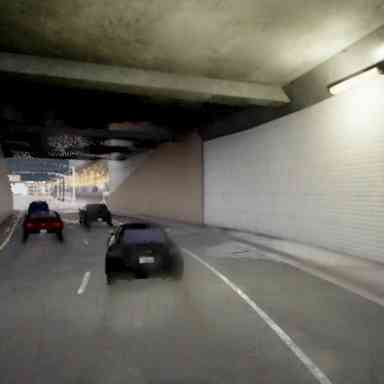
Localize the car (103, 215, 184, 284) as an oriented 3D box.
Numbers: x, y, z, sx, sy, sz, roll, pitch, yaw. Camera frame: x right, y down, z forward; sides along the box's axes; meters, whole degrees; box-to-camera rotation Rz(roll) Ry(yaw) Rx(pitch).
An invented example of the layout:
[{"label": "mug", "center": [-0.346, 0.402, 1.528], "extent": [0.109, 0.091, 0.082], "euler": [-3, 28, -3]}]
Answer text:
[{"label": "car", "center": [-1.521, 1.586, 9.830], "extent": [1.994, 1.385, 4.181], "euler": [0, 0, -13]}]

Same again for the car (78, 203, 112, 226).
[{"label": "car", "center": [-7.082, 1.580, 24.171], "extent": [1.837, 1.490, 4.892], "euler": [0, 0, -25]}]

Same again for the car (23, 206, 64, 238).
[{"label": "car", "center": [-8.283, 1.674, 18.552], "extent": [1.895, 1.301, 4.718], "euler": [0, 0, -24]}]

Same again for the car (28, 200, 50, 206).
[{"label": "car", "center": [-16.143, 1.619, 35.117], "extent": [1.882, 1.535, 5.008], "euler": [0, 0, -26]}]
